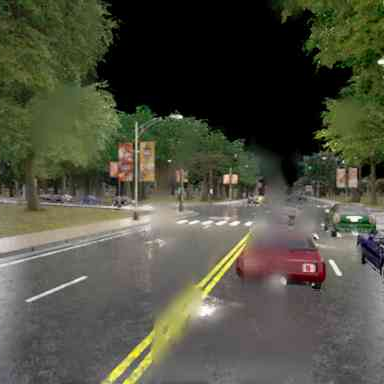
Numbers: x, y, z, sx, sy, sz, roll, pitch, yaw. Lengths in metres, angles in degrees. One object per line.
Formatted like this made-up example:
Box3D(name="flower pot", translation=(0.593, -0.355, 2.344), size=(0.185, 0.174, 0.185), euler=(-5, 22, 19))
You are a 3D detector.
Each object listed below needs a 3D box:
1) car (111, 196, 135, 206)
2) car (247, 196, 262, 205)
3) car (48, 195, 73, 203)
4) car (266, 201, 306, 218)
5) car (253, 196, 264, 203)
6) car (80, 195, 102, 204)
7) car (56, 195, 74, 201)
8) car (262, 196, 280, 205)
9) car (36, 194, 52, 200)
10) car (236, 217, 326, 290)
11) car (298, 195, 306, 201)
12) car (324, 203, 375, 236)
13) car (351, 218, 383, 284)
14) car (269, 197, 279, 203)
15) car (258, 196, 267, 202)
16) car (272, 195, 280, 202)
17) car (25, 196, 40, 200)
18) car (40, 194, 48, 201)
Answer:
Box3D(name="car", translation=(-11.103, 1.425, 54.167), size=(4.902, 1.511, 2.128), euler=(0, 0, 39))
Box3D(name="car", translation=(11.799, 1.645, 63.663), size=(2.033, 1.411, 5.357), euler=(0, 0, 17))
Box3D(name="car", translation=(-26.089, 1.370, 66.707), size=(4.902, 1.511, 2.128), euler=(0, 0, 40))
Box3D(name="car", translation=(5.327, 1.536, 18.931), size=(1.837, 1.490, 4.892), euler=(0, 0, 16))
Box3D(name="car", translation=(14.670, 1.592, 73.129), size=(1.882, 1.535, 5.008), euler=(0, 0, 17))
Box3D(name="car", translation=(-18.328, 1.367, 60.189), size=(5.008, 1.535, 1.882), euler=(0, 0, 40))
Box3D(name="car", translation=(-29.894, 1.338, 78.300), size=(4.674, 1.442, 1.812), euler=(0, 0, 40))
Box3D(name="car", translation=(14.883, 1.646, 62.645), size=(2.033, 1.411, 5.357), euler=(0, 0, 17))
Box3D(name="car", translation=(-37.803, 1.305, 84.853), size=(4.674, 1.442, 1.812), euler=(0, 0, 40))
Box3D(name="car", translation=(2.488, 1.615, 9.239), size=(1.895, 1.301, 4.718), euler=(0, 0, 16))
Box3D(name="car", translation=(29.907, 1.660, 90.036), size=(1.837, 1.490, 4.892), euler=(0, 0, 17))
Box3D(name="car", translation=(8.518, 1.381, 18.257), size=(2.097, 1.767, 4.553), euler=(0, 0, 16))
Box3D(name="car", translation=(5.736, 1.617, 8.783), size=(1.895, 1.301, 4.718), euler=(0, 0, 16))
Box3D(name="car", translation=(17.868, 1.711, 72.475), size=(1.895, 1.301, 4.718), euler=(0, 0, 17))
Box3D(name="car", translation=(17.614, 1.656, 82.964), size=(1.812, 1.442, 4.674), euler=(0, 0, 17))
Box3D(name="car", translation=(20.840, 1.611, 82.410), size=(1.882, 1.535, 5.008), euler=(0, 0, 17))
Box3D(name="car", translation=(-39.756, 1.372, 82.251), size=(4.718, 1.301, 1.895), euler=(0, 0, 40))
Box3D(name="car", translation=(-31.736, 1.336, 75.606), size=(4.902, 1.511, 2.128), euler=(0, 0, 40))
